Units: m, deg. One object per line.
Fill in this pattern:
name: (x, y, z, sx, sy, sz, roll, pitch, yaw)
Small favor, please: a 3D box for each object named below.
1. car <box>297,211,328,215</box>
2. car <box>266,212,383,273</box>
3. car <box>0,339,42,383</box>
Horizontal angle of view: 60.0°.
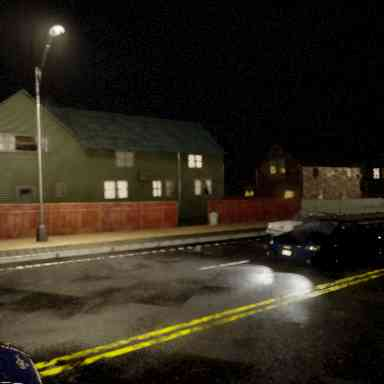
car: (5.695, 1.611, 15.704, 4.718, 1.301, 1.895, 0, 0, -35)
car: (4.362, 1.571, 10.772, 4.181, 1.385, 1.994, 0, 0, -35)
car: (-2.954, 1.351, 1.333, 4.553, 1.767, 2.097, 0, 0, -35)
